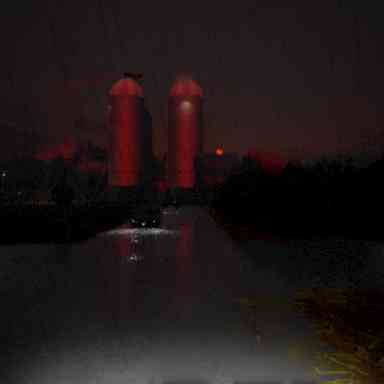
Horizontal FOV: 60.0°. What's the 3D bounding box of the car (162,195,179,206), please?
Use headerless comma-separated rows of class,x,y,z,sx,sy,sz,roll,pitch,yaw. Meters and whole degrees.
car,-3.145,1.454,49.075,2.150,2.045,5.566,0,0,0

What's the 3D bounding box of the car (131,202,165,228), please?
car,-3.127,1.787,23.902,1.837,1.490,4.892,0,1,0
